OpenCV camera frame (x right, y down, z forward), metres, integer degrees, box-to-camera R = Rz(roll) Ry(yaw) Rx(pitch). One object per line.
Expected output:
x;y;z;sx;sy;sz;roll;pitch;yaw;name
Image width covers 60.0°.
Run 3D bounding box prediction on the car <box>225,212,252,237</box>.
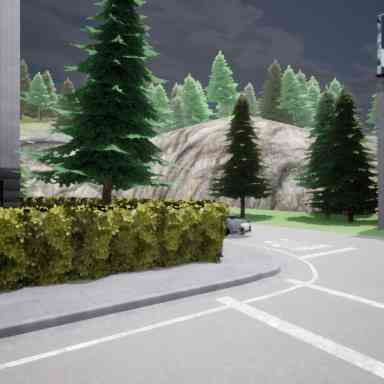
1.221;1.668;19.335;2.128;1.511;4.902;0;0;-42;car
